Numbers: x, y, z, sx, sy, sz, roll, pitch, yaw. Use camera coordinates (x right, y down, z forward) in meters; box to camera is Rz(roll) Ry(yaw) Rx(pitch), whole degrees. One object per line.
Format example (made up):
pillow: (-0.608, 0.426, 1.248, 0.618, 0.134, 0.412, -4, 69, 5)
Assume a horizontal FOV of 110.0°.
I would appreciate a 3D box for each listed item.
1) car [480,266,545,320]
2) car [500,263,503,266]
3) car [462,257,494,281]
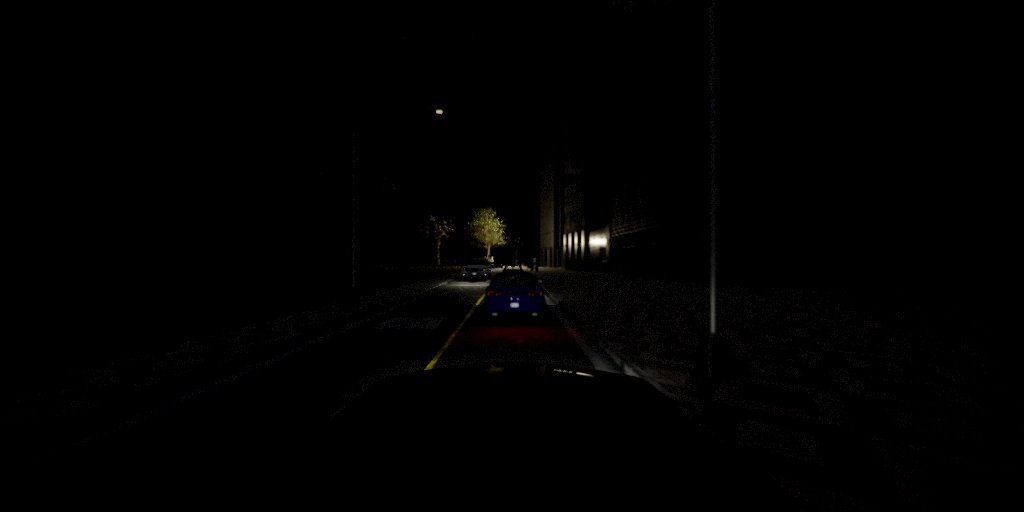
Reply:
car: (0.089, 1.286, 12.902, 1.882, 1.535, 5.008, 0, 0, 0)
car: (0.096, 1.514, 32.071, 1.895, 1.301, 4.718, 0, 0, 0)
car: (-3.102, 1.136, 32.329, 2.150, 2.045, 5.566, 0, 0, 0)
